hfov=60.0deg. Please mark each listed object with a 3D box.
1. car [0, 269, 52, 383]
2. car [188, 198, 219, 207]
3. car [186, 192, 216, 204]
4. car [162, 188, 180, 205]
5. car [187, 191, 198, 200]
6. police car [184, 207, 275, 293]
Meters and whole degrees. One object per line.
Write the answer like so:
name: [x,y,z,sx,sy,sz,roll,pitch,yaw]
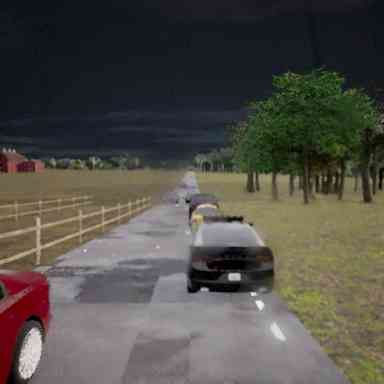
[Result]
car: [-2.850,1.487,2.524,1.882,1.535,5.008,0,0,0]
car: [0.828,1.400,19.133,1.801,1.575,5.366,0,1,0]
car: [0.829,1.092,24.968,2.150,2.045,5.566,0,1,0]
car: [-2.838,0.780,44.989,2.097,1.767,4.553,0,1,0]
car: [0.011,0.580,59.561,1.895,1.301,4.718,0,2,0]
police car: [0.826,1.436,9.056,1.930,1.638,5.238,0,0,0]
